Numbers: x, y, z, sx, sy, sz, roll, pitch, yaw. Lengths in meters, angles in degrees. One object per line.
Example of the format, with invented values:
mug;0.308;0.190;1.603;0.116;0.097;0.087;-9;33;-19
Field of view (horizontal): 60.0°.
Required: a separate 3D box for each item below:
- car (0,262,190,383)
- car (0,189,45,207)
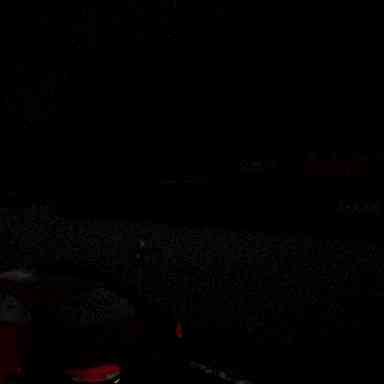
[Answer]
car;-1.963;1.580;4.209;4.206;1.307;1.802;0;1;36
car;-20.777;0.657;40.298;2.150;2.045;5.566;1;2;36
